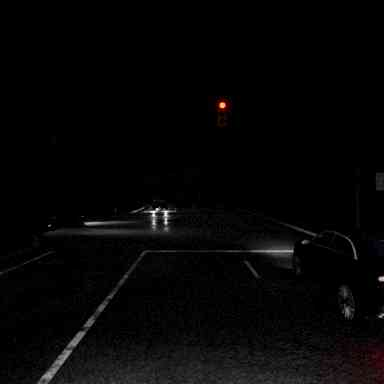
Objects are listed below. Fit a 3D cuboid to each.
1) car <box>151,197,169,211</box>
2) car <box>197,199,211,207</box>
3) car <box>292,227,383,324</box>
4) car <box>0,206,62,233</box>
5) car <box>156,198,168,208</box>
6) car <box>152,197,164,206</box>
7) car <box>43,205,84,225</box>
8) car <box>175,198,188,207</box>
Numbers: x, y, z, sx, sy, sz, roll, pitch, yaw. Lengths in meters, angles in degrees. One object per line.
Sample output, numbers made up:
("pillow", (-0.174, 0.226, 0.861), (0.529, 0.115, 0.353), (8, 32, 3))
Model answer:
("car", (-4.071, 1.596, 42.803), (1.812, 1.442, 4.674), (0, -1, -3))
("car", (1.999, 1.864, 56.561), (1.895, 1.301, 4.718), (0, -1, -7))
("car", (3.583, 1.492, 7.098), (2.128, 1.511, 4.902), (0, 0, 1))
("car", (-10.378, 1.633, 19.257), (4.718, 1.301, 1.895), (0, 0, 4))
("car", (-4.864, 1.740, 53.062), (1.812, 1.442, 4.674), (0, -1, -6))
("car", (-6.802, 1.845, 65.952), (2.097, 1.767, 4.553), (0, -1, -11))
("car", (-9.891, 1.592, 23.675), (4.181, 1.385, 1.994), (0, 0, -10))
("car", (-1.838, 1.793, 58.661), (1.882, 1.535, 5.008), (0, -1, -8))
